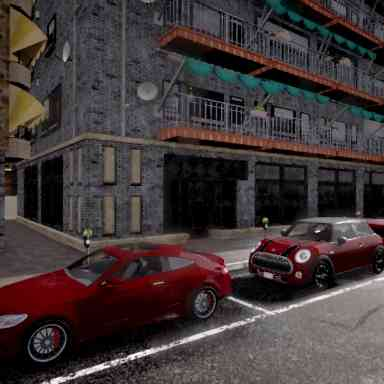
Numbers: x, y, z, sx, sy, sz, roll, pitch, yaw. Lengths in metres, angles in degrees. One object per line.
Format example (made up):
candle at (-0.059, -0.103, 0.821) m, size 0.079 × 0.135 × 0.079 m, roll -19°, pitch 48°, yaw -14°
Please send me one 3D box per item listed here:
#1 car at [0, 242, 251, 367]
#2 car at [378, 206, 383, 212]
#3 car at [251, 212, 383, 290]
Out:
car at (-1.180, 1.583, 5.718) m, size 4.206 × 1.307 × 1.802 m, roll 0°, pitch 0°, yaw -36°
car at (8.028, 1.322, 12.315) m, size 5.009 × 1.841 × 2.192 m, roll 0°, pitch 0°, yaw -36°
car at (3.423, 1.443, 9.016) m, size 4.097 × 1.590 × 1.967 m, roll 0°, pitch 0°, yaw -36°
